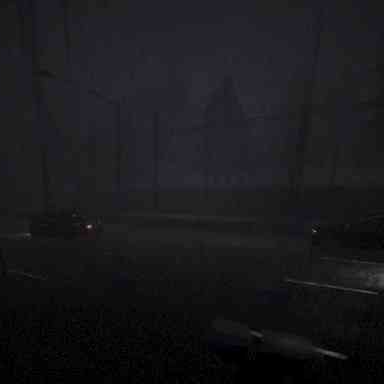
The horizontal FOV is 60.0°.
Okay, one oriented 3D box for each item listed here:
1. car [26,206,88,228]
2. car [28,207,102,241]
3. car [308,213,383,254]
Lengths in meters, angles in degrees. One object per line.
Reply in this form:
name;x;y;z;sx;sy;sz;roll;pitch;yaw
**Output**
car;-9.737;1.744;23.838;4.718;1.301;1.895;0;0;36
car;-6.615;1.665;17.312;4.181;1.385;1.994;0;0;36
car;6.793;1.501;12.044;4.902;1.511;2.128;0;0;35
